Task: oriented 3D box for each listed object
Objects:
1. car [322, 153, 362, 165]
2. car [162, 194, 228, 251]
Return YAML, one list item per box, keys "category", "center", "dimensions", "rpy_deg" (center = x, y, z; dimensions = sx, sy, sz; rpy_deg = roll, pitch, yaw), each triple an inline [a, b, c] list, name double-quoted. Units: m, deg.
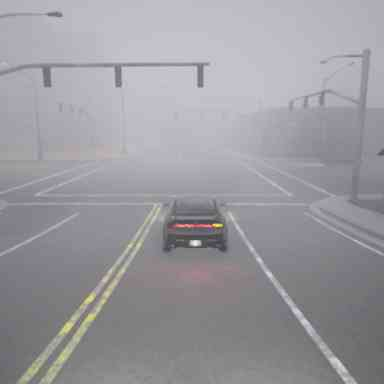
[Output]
- category: "car"
  center: [17.213, -3.834, 38.308]
  dimensions: [4.181, 1.385, 1.994]
  rpy_deg: [0, 11, 0]
- category: "car"
  center: [0.088, 0.812, 10.899]
  dimensions: [1.837, 1.490, 4.892]
  rpy_deg: [0, 6, 0]
